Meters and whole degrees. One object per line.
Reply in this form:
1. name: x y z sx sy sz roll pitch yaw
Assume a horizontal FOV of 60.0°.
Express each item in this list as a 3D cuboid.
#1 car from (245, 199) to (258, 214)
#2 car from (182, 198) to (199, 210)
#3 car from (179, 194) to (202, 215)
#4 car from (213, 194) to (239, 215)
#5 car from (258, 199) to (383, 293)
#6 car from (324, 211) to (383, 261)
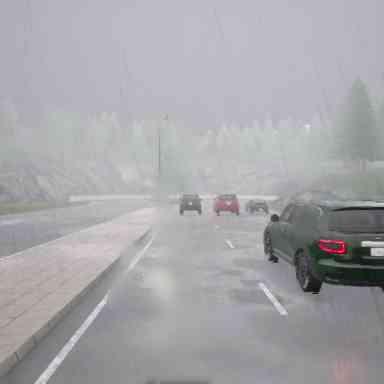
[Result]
1. car: 6.862 1.503 35.593 1.837 1.490 4.892 0 0 0
2. car: -0.186 1.547 44.515 2.033 1.411 5.357 0 0 0
3. car: -0.134 1.221 34.324 2.150 2.045 5.566 0 0 0
4. car: 3.376 1.218 33.455 2.150 2.045 5.566 0 0 0
5. car: 3.533 1.222 8.991 2.150 2.045 5.566 0 0 0
6. car: 7.008 1.564 13.010 1.994 1.385 4.181 0 0 0
